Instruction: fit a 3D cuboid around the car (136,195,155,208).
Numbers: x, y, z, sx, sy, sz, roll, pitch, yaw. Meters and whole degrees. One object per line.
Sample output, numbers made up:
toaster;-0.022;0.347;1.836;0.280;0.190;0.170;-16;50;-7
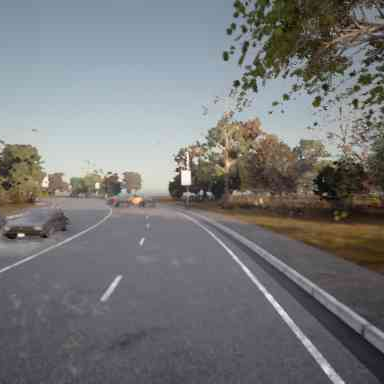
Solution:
car;-6.608;1.490;48.707;1.837;1.490;4.892;0;0;-18

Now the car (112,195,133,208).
car;-10.257;1.491;48.678;1.837;1.490;4.892;0;0;-18

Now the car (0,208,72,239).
car;-7.882;1.552;17.550;2.033;1.411;5.357;0;0;-5

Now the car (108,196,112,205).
car;-13.577;1.461;58.356;1.882;1.535;5.008;0;0;-22

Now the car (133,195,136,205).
car;-9.879;1.336;58.484;2.097;1.767;4.553;0;0;-22
